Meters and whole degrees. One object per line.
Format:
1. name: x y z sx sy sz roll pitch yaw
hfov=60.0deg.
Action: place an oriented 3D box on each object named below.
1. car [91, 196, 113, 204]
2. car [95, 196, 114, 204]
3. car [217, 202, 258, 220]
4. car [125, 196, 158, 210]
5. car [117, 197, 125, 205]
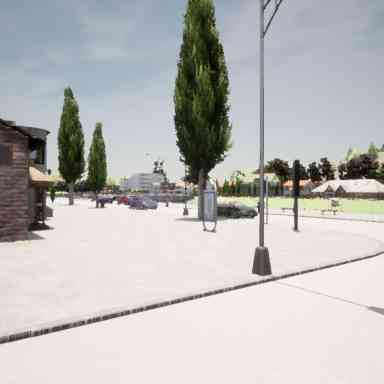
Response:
1. car: -15.001 1.155 54.429 2.033 1.411 5.357 0 0 -36
2. car: -16.897 1.478 64.089 1.882 1.535 5.008 0 0 -36
3. car: 3.603 1.563 28.386 1.994 1.385 4.181 0 0 -36
4. car: -6.157 1.351 41.974 2.097 1.767 4.553 0 0 -36
5. car: -10.938 1.526 55.800 1.812 1.442 4.674 0 0 -36
